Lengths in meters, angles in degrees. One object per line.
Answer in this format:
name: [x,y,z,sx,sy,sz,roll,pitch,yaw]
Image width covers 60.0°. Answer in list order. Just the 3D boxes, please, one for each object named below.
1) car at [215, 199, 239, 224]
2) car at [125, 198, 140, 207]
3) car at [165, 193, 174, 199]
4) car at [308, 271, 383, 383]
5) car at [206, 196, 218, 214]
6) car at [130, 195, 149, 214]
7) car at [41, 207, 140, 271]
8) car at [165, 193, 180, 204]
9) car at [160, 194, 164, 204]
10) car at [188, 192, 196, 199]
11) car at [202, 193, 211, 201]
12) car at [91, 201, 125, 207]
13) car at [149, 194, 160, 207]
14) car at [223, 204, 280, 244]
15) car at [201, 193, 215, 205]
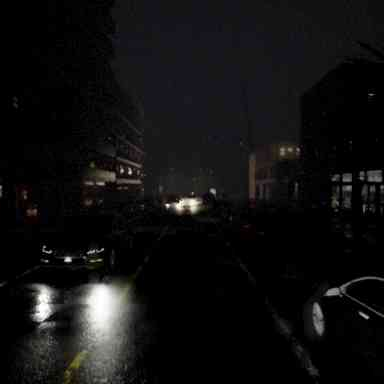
car: [2.687,1.391,20.842,1.752,1.417,4.829,-1,0,0]
car: [-5.691,1.395,26.382,1.947,1.339,4.313,-1,0,0]
car: [-5.674,1.008,83.155,1.887,1.381,4.507,-1,0,0]
car: [2.682,1.527,3.640,2.008,1.369,4.403,-1,0,0]
car: [2.691,1.359,32.027,1.947,1.339,4.313,-1,0,0]
car: [-5.691,1.233,32.058,1.967,1.590,4.097,-1,0,0]
car: [-3.097,1.435,10.735,1.837,1.490,4.892,0,0,0]
car: [-3.045,1.129,54.062,1.882,1.535,5.008,0,0,0]
car: [-5.684,1.087,54.767,1.967,1.590,4.097,-1,0,0]
car: [0.025,0.856,82.322,2.128,1.511,4.902,0,0,0]
car: [3.021,1.053,70.137,1.837,1.490,4.892,0,0,0]
car: [-5.693,1.448,20.704,1.802,1.307,4.206,-1,0,0]
car: [-5.688,1.160,43.412,1.967,1.590,4.097,-1,0,0]
car: [2.686,1.448,14.995,1.887,1.381,4.507,-1,0,0]
car: [2.696,1.250,49.060,1.947,1.339,4.313,-1,0,0]
